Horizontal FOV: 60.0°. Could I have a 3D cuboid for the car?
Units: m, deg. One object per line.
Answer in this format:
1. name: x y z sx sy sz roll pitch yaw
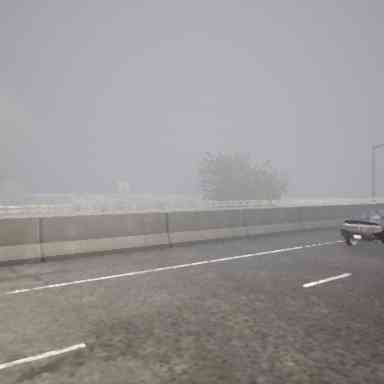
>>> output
1. car: 8.268 1.492 14.066 4.902 1.511 2.128 0 0 -35
